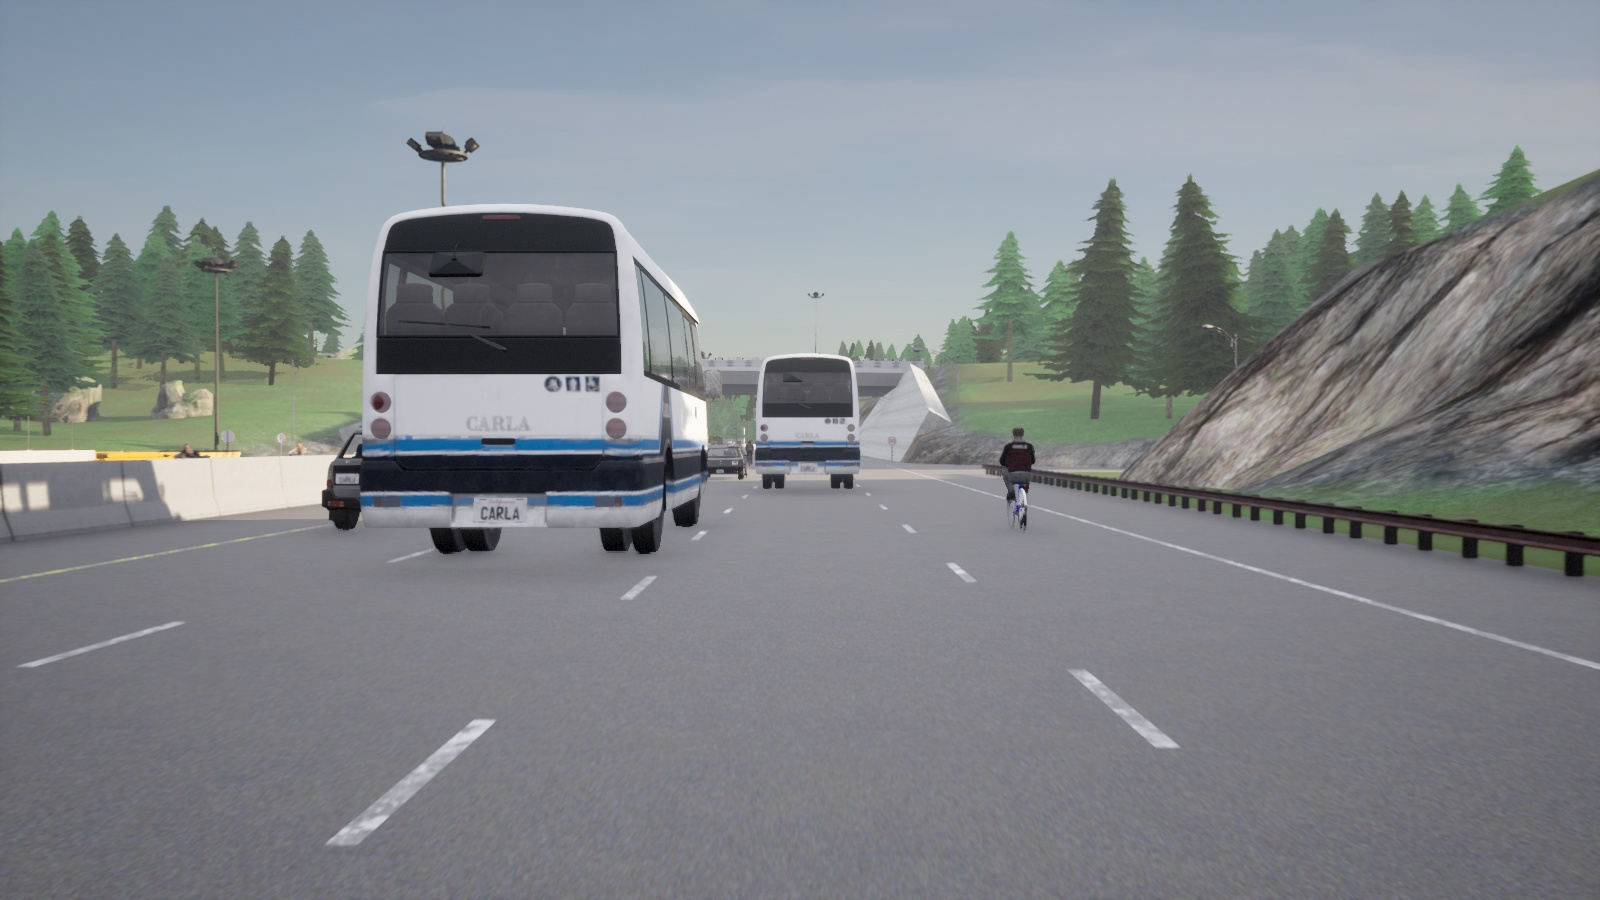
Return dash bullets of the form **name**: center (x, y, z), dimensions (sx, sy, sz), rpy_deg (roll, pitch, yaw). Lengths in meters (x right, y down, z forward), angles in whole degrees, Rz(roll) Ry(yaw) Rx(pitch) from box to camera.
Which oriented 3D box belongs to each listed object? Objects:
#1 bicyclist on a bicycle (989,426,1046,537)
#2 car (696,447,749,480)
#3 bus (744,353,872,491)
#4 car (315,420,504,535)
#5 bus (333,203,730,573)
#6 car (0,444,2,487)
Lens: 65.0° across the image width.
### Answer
- **bicyclist on a bicycle**: center (3.635, 0.500, 21.118), dimensions (0.659, 1.776, 1.843), rpy_deg (0, 1, 0)
- **car**: center (-3.186, 0.547, 52.590), dimensions (1.895, 1.301, 4.718), rpy_deg (0, 0, 0)
- **bus**: center (0.266, -0.878, 43.870), dimensions (3.944, 4.253, 10.273), rpy_deg (0, 0, 0)
- **car**: center (-6.856, 0.430, 22.603), dimensions (1.932, 1.855, 4.605), rpy_deg (0, 0, 0)
- **bus**: center (-3.372, -0.743, 19.591), dimensions (3.944, 4.253, 10.273), rpy_deg (0, 0, 0)
- **car**: center (-27.758, 0.524, 39.899), dimensions (1.812, 1.442, 4.674), rpy_deg (0, 0, 0)
